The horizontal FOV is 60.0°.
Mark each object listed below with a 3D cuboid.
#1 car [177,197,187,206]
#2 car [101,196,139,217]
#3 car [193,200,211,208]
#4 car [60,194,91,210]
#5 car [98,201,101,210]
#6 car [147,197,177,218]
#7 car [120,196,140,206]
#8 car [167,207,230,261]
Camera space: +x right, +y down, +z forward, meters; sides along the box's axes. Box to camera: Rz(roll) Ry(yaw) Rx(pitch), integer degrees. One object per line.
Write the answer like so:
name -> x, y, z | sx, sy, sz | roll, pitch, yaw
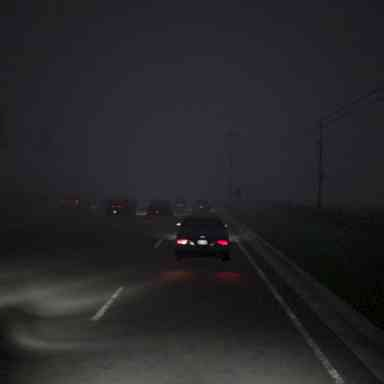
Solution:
car -> -1.942, 1.478, 53.577 | 1.994, 1.385, 4.181 | 1, 0, 2
car -> -6.139, 1.352, 29.197 | 1.837, 1.490, 4.892 | 1, 0, 2
car -> 1.098, 1.554, 37.481 | 1.994, 1.385, 4.181 | 1, 0, 2
car -> -12.905, 1.050, 37.279 | 2.097, 1.767, 4.553 | 1, 0, 2
car -> -9.471, 1.295, 38.625 | 1.812, 1.442, 4.674 | 1, 0, 2
car -> -2.653, 1.398, 28.682 | 1.882, 1.535, 5.008 | 1, 0, 2
car -> -9.156, 1.331, 49.410 | 1.994, 1.385, 4.181 | 1, 0, 2
car -> 0.379, 1.544, 12.402 | 2.033, 1.411, 5.357 | 1, 0, 2
